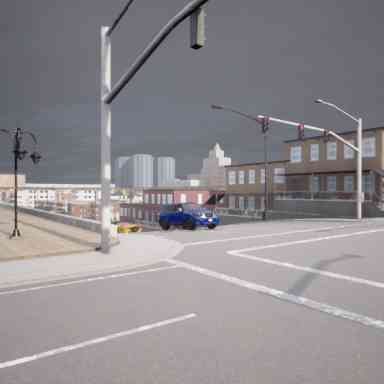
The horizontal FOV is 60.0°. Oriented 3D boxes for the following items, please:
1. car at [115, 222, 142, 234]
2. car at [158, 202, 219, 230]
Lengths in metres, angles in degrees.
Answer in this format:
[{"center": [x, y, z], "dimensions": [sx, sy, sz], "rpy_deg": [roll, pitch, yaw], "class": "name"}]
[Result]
[{"center": [-6.818, 3.788, 33.365], "dimensions": [1.882, 1.535, 5.008], "rpy_deg": [0, -12, -36], "class": "car"}, {"center": [-0.405, 1.777, 24.645], "dimensions": [2.150, 2.045, 5.566], "rpy_deg": [0, -5, -36], "class": "car"}]
